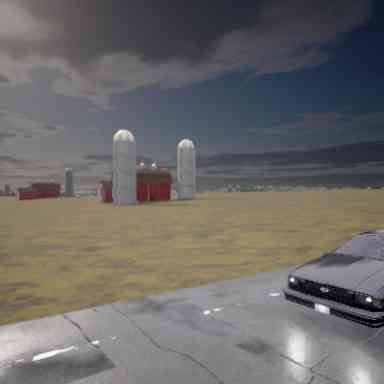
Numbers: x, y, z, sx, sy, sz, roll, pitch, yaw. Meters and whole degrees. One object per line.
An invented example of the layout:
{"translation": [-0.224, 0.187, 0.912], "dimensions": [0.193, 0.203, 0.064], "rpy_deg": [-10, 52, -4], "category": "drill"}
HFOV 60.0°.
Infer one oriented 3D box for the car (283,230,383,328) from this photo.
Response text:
{"translation": [4.330, 1.554, 7.082], "dimensions": [5.357, 1.411, 2.033], "rpy_deg": [0, 0, -35], "category": "car"}
